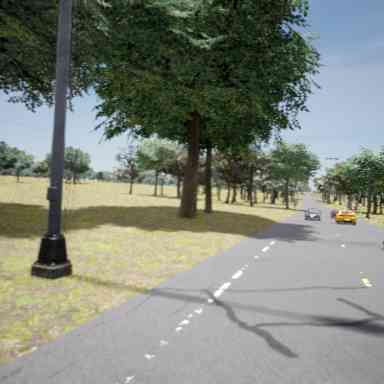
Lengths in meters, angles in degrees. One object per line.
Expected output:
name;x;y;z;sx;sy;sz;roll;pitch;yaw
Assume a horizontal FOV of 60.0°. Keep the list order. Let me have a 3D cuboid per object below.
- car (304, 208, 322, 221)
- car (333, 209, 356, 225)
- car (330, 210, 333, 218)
car;15.564;2.835;42.792;2.128;1.511;4.902;2;-1;20
car;17.799;2.864;38.578;1.882;1.535;5.008;2;-1;21
car;22.706;3.375;52.049;1.812;1.442;4.674;2;-1;20
